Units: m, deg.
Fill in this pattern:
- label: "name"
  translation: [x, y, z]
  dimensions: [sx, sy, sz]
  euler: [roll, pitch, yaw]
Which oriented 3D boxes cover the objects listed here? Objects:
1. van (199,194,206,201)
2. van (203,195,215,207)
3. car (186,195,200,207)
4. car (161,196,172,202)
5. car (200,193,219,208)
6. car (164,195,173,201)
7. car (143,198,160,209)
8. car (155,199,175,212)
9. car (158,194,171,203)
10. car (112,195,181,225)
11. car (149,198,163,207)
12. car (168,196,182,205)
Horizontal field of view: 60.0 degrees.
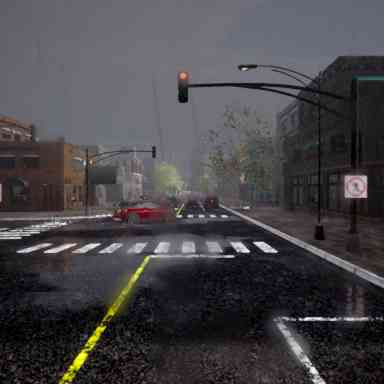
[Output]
- label: "van"
  translation: [2.706, 1.320, 85.795]
  dimensions: [1.690, 1.788, 3.998]
  euler: [-1, 0, 0]
- label: "van"
  translation: [2.699, 1.329, 52.531]
  dimensions: [1.690, 1.788, 3.998]
  euler: [-1, 0, 0]
- label: "car"
  translation: [0.109, 1.536, 51.486]
  dimensions: [2.033, 1.411, 5.357]
  euler: [0, 0, 0]
- label: "car"
  translation: [-5.675, 1.548, 74.709]
  dimensions: [1.947, 1.339, 4.313]
  euler: [-1, 0, 0]
- label: "car"
  translation: [2.697, 1.305, 46.987]
  dimensions: [2.192, 1.841, 5.009]
  euler: [-1, 0, 0]
- label: "car"
  translation: [-5.674, 1.525, 80.253]
  dimensions: [1.887, 1.381, 4.507]
  euler: [-1, 0, 0]
- label: "car"
  translation: [-5.681, 1.534, 46.988]
  dimensions: [1.887, 1.381, 4.507]
  euler: [-1, 0, 0]
- label: "car"
  translation: [-3.085, 1.556, 38.897]
  dimensions: [1.994, 1.385, 4.181]
  euler: [0, 0, 0]
- label: "car"
  translation: [-5.678, 1.299, 69.165]
  dimensions: [2.192, 1.841, 5.009]
  euler: [-1, 0, 0]
- label: "car"
  translation: [-3.477, 1.374, 24.472]
  dimensions: [4.553, 1.767, 2.097]
  euler: [-1, 0, -40]
- label: "car"
  translation: [-5.680, 1.570, 52.533]
  dimensions: [1.802, 1.307, 4.206]
  euler: [-1, 0, 0]
- label: "car"
  translation: [-2.989, 1.478, 58.827]
  dimensions: [2.128, 1.511, 4.902]
  euler: [0, 0, 0]
